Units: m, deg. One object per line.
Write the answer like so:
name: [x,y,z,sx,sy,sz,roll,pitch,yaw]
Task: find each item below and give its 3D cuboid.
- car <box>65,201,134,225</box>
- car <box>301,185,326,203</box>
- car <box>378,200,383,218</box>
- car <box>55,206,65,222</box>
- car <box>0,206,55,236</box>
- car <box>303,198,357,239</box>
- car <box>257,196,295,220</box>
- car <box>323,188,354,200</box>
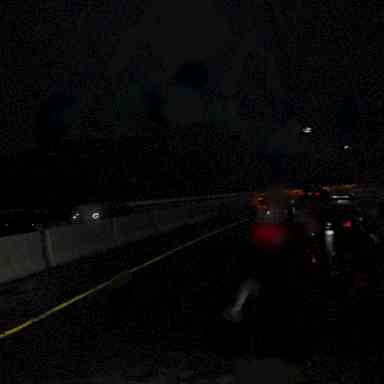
car: [-5.942,1.455,22.651,2.097,1.767,4.553,-3,1,24]
car: [14.160,0.198,38.299,2.150,2.045,5.566,-3,1,32]
car: [11.313,0.886,18.066,1.895,1.301,4.718,-3,1,24]
car: [-11.356,1.877,27.792,2.033,1.411,5.357,-3,1,24]
car: [-10.943,1.854,19.752,1.882,1.535,5.008,-3,0,22]
car: [6.016,1.178,14.603,1.895,1.301,4.718,-3,1,22]
car: [5.854,1.020,22.984,1.837,1.490,4.892,-3,0,26]
car: [13.900,0.541,30.876,2.128,1.511,4.902,-3,1,29]
